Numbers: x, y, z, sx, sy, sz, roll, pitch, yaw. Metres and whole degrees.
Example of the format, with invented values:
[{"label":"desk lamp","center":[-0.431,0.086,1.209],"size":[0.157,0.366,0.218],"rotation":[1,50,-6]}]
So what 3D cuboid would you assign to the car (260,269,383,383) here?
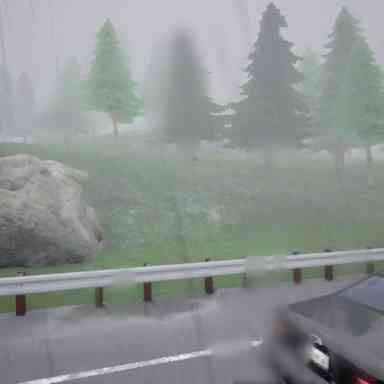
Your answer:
[{"label":"car","center":[3.490,1.546,3.920],"size":[5.357,1.411,2.033],"rotation":[0,0,-21]}]
